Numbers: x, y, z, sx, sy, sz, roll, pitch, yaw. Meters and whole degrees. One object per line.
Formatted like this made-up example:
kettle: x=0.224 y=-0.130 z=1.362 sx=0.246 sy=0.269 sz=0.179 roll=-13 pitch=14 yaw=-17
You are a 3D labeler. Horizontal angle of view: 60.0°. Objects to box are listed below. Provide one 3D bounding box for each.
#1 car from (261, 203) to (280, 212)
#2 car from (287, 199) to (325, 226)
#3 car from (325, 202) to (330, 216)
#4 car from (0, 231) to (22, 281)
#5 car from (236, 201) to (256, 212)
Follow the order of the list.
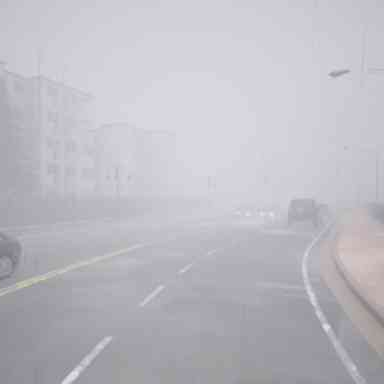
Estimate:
car: x=11.233 y=2.217 z=47.530 sx=1.895 sy=1.301 sz=4.718 roll=0 pitch=-1 yaw=26
car: x=9.097 y=1.539 z=26.622 sx=2.150 sy=2.045 sz=5.566 roll=0 pitch=0 yaw=26
car: x=15.340 y=1.964 z=39.667 sx=2.128 sy=1.511 sz=4.902 roll=0 pitch=-1 yaw=25
car: x=-6.096 y=1.579 z=7.566 sx=1.837 sy=1.490 sz=4.892 roll=-1 pitch=-1 yaw=12
car: x=8.087 y=2.104 z=49.066 sx=1.812 sy=1.442 sz=4.674 roll=0 pitch=-1 yaw=26
